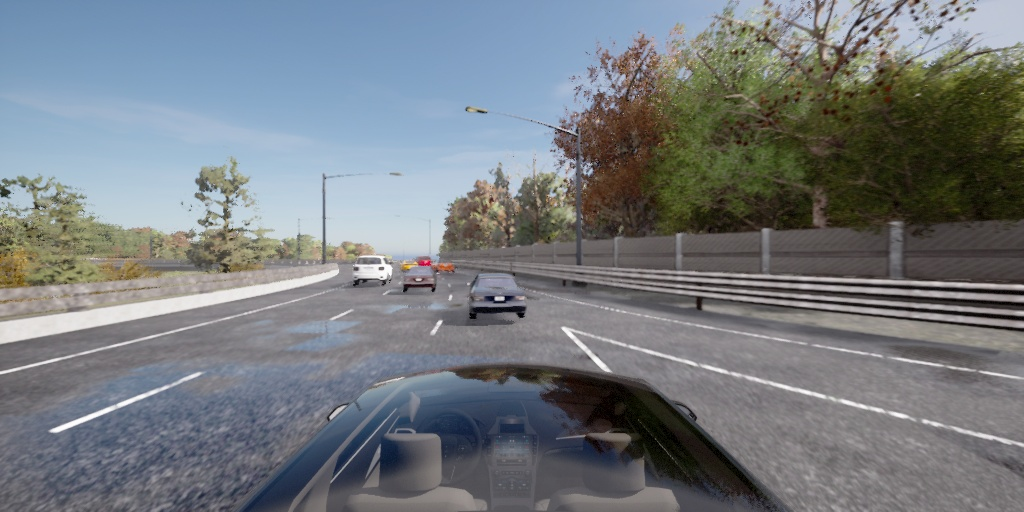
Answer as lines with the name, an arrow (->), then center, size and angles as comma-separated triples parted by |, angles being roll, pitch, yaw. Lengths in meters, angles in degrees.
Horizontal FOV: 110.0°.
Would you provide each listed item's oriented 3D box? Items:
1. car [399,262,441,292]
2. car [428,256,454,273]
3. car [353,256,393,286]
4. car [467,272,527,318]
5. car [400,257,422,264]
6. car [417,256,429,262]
car -> -5.494, 1.318, 21.706 | 2.033, 1.411, 5.357 | 0, 0, -11
car -> -8.373, 1.133, 43.159 | 2.097, 1.767, 4.553 | 0, 0, -21
car -> -10.048, 1.009, 26.136 | 2.150, 2.045, 5.566 | 0, 0, -14
car -> -0.646, 1.300, 13.049 | 2.033, 1.411, 5.357 | 0, 0, -6
car -> -13.362, 1.277, 46.304 | 1.882, 1.535, 5.008 | 0, 0, -24
car -> -13.834, 1.025, 55.208 | 2.150, 2.045, 5.566 | 0, 0, -26
